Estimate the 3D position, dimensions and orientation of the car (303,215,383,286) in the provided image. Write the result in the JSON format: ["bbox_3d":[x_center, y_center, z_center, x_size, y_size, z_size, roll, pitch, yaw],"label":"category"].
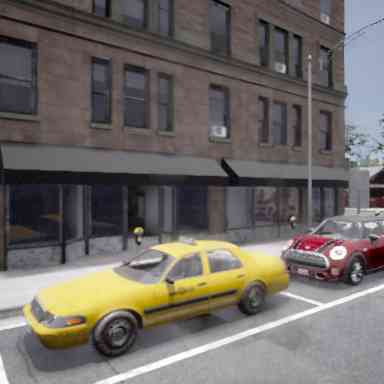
[{"bbox_3d":[4.341,1.420,9.281,4.097,1.590,1.967,0,0,-35],"label":"car"}]

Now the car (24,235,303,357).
[{"bbox_3d":[-0.292,1.518,5.979,4.829,1.417,1.752,0,0,-35],"label":"car"}]
